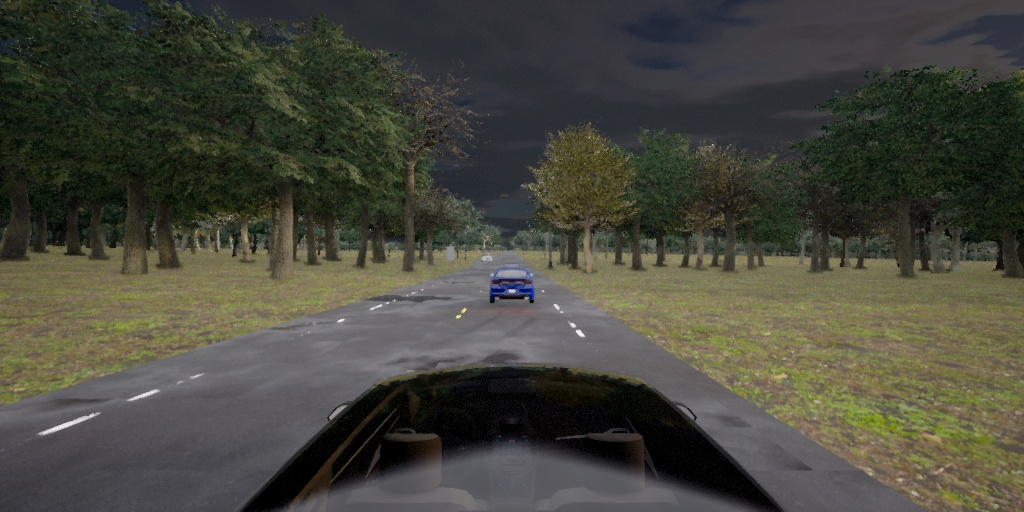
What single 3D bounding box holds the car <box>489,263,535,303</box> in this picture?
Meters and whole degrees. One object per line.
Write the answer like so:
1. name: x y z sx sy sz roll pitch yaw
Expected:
1. car: 0.000 1.223 16.500 1.882 1.535 5.008 0 0 0
